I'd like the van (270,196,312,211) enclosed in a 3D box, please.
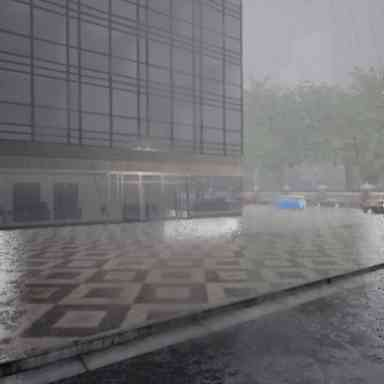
[{"bbox_3d":[11.778,1.331,39.809,1.690,1.788,3.998,-1,0,-35],"label":"van"}]

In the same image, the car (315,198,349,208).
[{"bbox_3d":[18.754,1.447,44.715,2.008,1.369,4.403,-1,0,-35],"label":"car"}]

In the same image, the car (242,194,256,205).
[{"bbox_3d":[9.231,1.259,58.285,2.192,1.841,5.009,-1,0,-35],"label":"car"}]

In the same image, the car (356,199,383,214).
[{"bbox_3d":[18.126,1.485,30.764,2.008,1.369,4.403,-1,0,-35],"label":"car"}]

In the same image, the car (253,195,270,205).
[{"bbox_3d":[12.407,1.515,53.763,1.802,1.307,4.206,-1,0,-35],"label":"car"}]

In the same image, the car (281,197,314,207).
[{"bbox_3d":[15.579,1.483,49.238,1.947,1.339,4.313,-1,0,-35],"label":"car"}]
